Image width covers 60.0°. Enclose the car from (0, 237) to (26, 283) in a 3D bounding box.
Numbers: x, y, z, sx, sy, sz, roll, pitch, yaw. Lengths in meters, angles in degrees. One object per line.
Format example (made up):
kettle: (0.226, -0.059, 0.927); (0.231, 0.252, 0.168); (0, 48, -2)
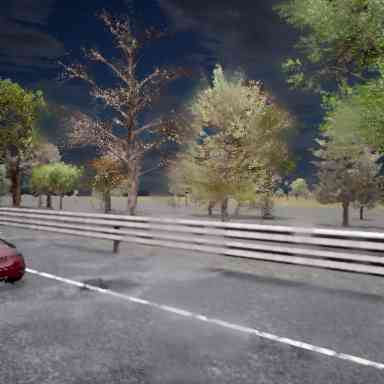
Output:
car: (-6.017, 1.521, 8.355); (4.181, 1.385, 1.994); (0, 0, 37)
